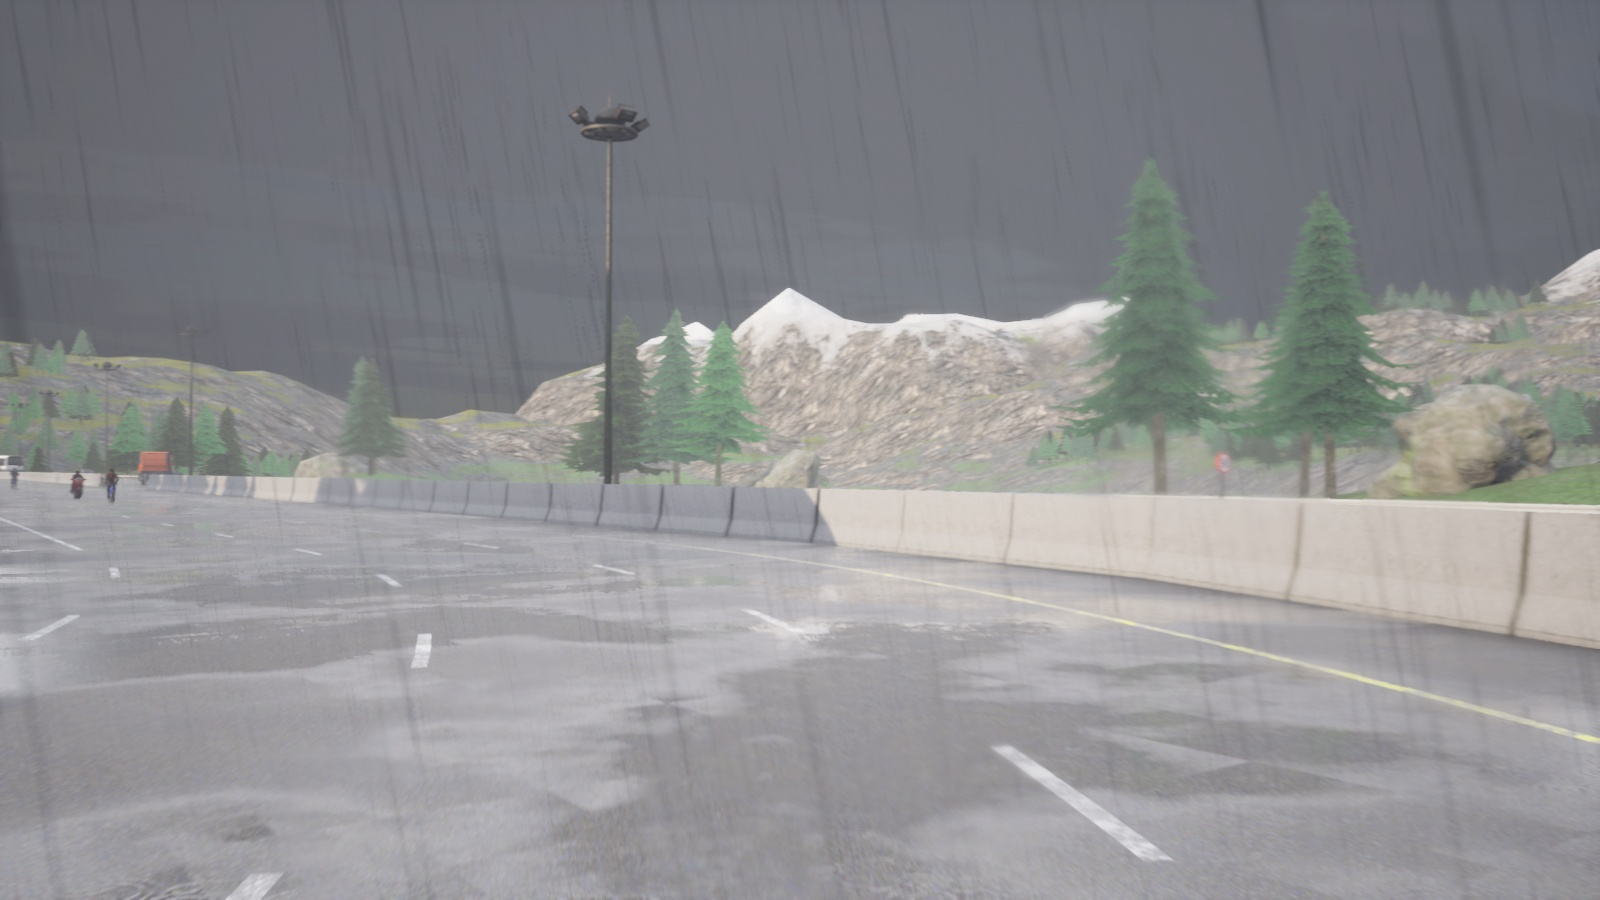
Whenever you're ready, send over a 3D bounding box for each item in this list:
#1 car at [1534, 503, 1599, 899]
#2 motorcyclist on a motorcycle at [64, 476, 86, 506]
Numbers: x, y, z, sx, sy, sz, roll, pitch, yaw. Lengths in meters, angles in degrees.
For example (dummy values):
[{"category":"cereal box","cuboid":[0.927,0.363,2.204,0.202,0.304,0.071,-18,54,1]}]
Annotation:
[{"category":"car","cuboid":[3.462,0.852,1.824,1.812,1.442,4.674,0,-1,-4]},{"category":"motorcyclist on a motorcycle","cuboid":[-37.668,2.119,65.232,0.797,1.523,2.044,0,-1,-37]}]
